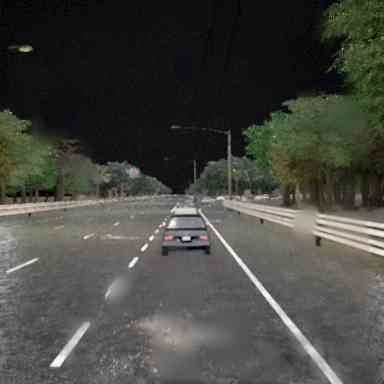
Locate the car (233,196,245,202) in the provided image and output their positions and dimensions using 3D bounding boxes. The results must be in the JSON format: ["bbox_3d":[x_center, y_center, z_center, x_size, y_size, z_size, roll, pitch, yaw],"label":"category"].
[{"bbox_3d":[12.255,1.795,86.994,1.812,1.442,4.674,-1,0,34],"label":"car"}]

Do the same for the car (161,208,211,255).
[{"bbox_3d":[-0.241,1.614,13.659,2.033,1.411,5.357,-1,0,-1],"label":"car"}]

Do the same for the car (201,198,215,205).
[{"bbox_3d":[3.377,1.887,67.952,1.895,1.301,4.718,-1,0,18],"label":"car"}]

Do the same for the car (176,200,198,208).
[{"bbox_3d":[-0.589,1.753,31.119,1.895,1.301,4.718,-1,0,-1],"label":"car"}]
